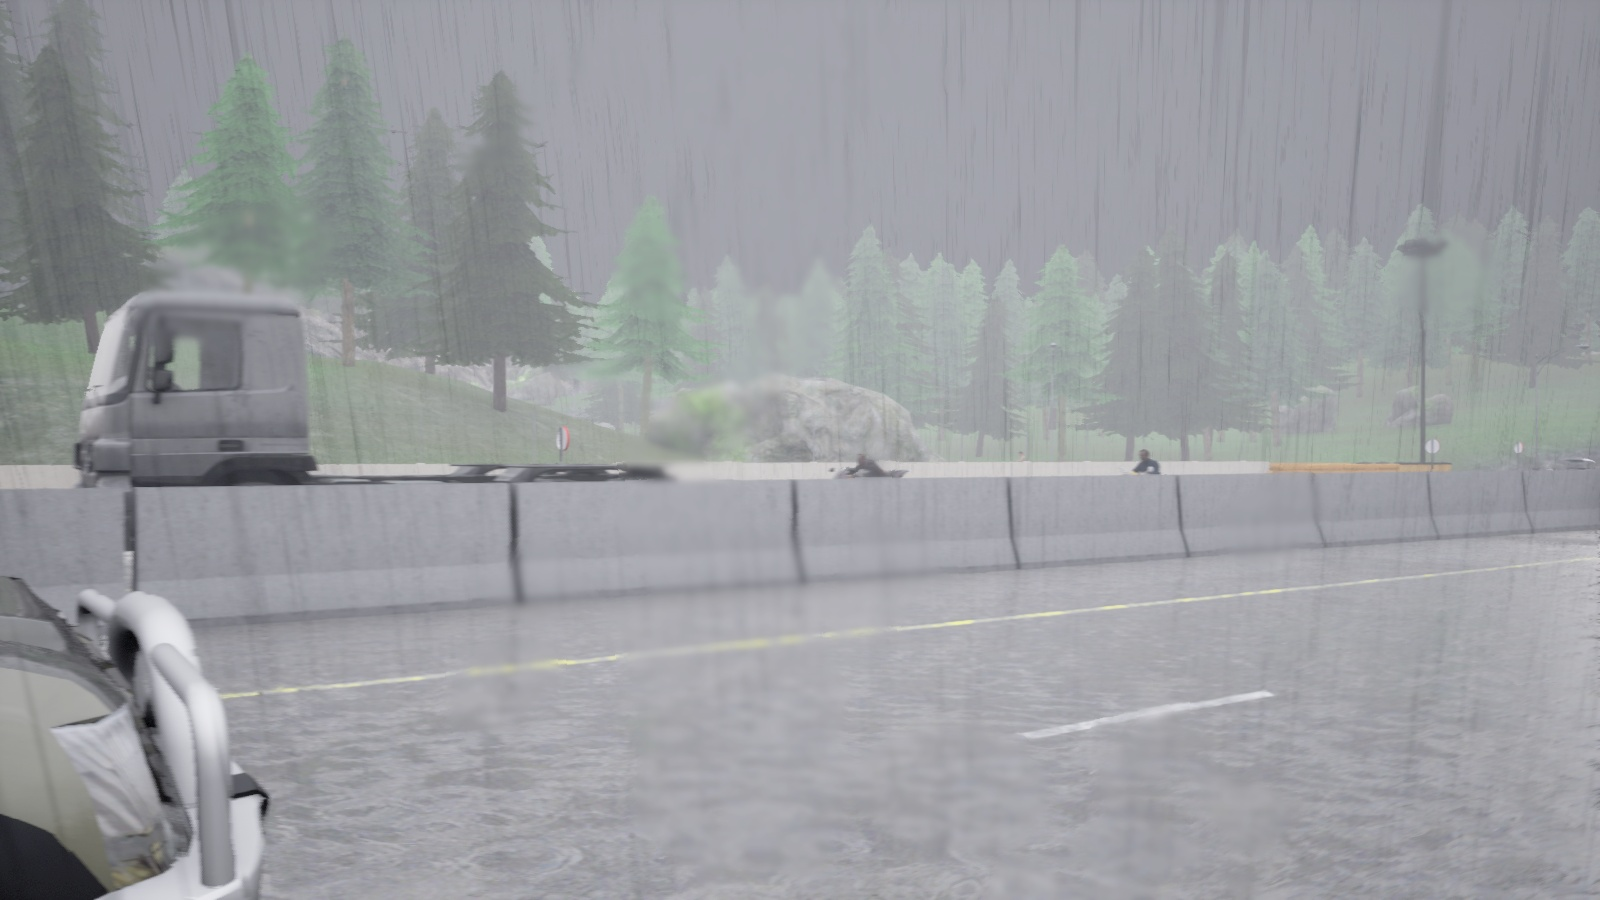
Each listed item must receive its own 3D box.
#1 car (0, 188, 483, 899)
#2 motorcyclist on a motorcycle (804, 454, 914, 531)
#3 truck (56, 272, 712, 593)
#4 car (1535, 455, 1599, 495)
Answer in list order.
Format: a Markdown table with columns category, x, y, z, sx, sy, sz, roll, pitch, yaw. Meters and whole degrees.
| category | x | y | z | sx | sy | sz | roll | pitch | yaw |
| --- | --- | --- | --- | --- | --- | --- | --- | --- | --- |
| car | -2.975 | 0.572 | 1.585 | 4.605 | 1.855 | 1.932 | 0 | 0 | -35 |
| motorcyclist on a motorcycle | 1.226 | 0.841 | 25.833 | 2.191 | 1.530 | 0.866 | 0 | 0 | -35 |
| truck | -5.348 | -0.184 | 16.997 | 7.936 | 3.462 | 2.891 | 0 | 0 | -35 |
| car | 26.912 | 0.850 | 43.711 | 2.207 | 1.376 | 1.481 | 0 | 0 | -35 |
